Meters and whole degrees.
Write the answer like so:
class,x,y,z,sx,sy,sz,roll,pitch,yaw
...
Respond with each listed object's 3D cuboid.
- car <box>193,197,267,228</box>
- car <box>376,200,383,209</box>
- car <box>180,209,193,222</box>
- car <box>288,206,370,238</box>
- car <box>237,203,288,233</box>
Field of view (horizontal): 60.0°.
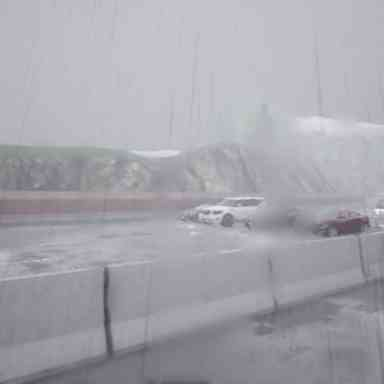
class,x,y,z,sx,sy,sz,roll,pitch,yaw
car,3.148,1.362,23.464,5.566,2.045,2.150,1,-1,-36
car,31.934,2.002,55.213,2.128,1.511,4.902,0,0,38
car,1.210,1.665,26.381,4.674,1.442,1.812,1,0,-36
car,7.737,1.621,18.160,5.008,1.535,1.882,1,0,-36
car,5.399,1.647,20.787,4.892,1.490,1.837,1,-1,-36
